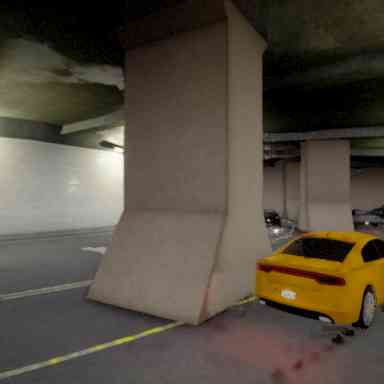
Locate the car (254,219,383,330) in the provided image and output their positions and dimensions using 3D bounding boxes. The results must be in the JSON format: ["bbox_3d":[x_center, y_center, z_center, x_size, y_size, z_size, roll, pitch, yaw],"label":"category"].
[{"bbox_3d":[3.358,1.607,7.350,1.882,1.535,5.008,0,-1,45],"label":"car"}]

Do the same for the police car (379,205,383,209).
[{"bbox_3d":[17.403,1.968,29.658,1.930,1.638,5.238,0,-1,7],"label":"police car"}]

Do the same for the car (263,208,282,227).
[{"bbox_3d":[6.117,1.991,26.631,1.994,1.385,4.181,0,-1,13],"label":"car"}]

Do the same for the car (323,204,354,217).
[{"bbox_3d":[17.949,2.276,41.042,1.994,1.385,4.181,0,-1,-1],"label":"car"}]

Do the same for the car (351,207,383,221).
[{"bbox_3d":[13.667,2.086,27.294,1.895,1.301,4.718,0,-1,12],"label":"car"}]
